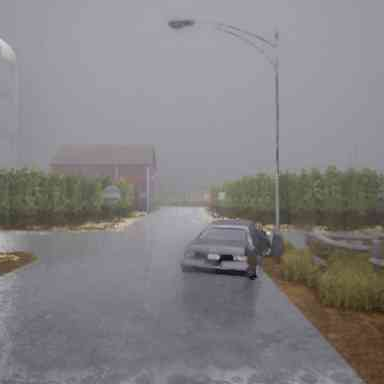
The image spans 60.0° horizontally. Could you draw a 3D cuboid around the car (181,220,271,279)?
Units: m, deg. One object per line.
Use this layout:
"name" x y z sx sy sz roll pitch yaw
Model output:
"car" 1.293 1.564 10.242 2.033 1.411 5.357 1 0 18
